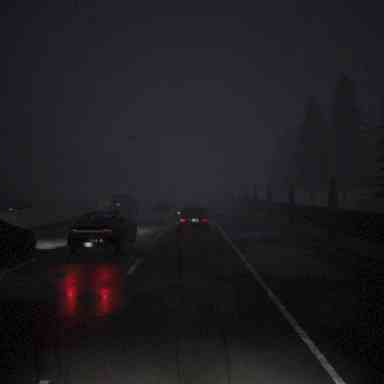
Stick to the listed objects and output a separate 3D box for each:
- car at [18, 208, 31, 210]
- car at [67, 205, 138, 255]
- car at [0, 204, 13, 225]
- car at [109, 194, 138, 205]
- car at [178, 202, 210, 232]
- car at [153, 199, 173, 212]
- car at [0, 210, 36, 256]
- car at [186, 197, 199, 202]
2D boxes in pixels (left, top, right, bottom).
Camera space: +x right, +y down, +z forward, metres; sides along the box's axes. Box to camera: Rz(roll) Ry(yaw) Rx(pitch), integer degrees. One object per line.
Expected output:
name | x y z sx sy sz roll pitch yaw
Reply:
car | -17.533 1.540 33.389 1.837 1.490 4.892 0 -1 1
car | -3.398 1.505 13.347 2.128 1.511 4.902 0 0 0
car | -14.090 1.569 21.588 2.033 1.411 5.357 0 0 0
car | -6.897 1.256 33.777 2.150 2.045 5.566 0 0 0
car | 0.101 1.568 20.382 2.033 1.411 5.357 0 0 0
car | -3.394 1.564 39.033 1.812 1.442 4.674 0 0 0
car | -6.897 1.537 10.853 1.812 1.442 4.674 0 0 0
car | 0.101 1.528 51.273 1.882 1.535 5.008 0 0 0
